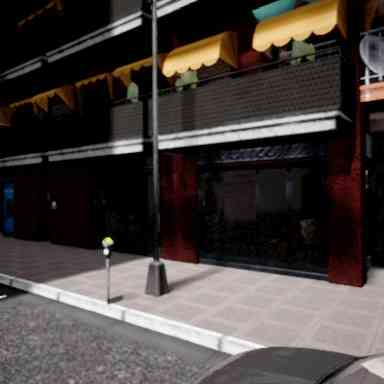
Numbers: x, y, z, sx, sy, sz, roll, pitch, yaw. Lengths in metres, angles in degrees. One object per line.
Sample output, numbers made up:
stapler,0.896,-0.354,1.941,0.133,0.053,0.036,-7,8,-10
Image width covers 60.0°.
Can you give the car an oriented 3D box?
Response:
car,1.807,1.544,1.581,4.403,1.369,2.008,-1,0,36
